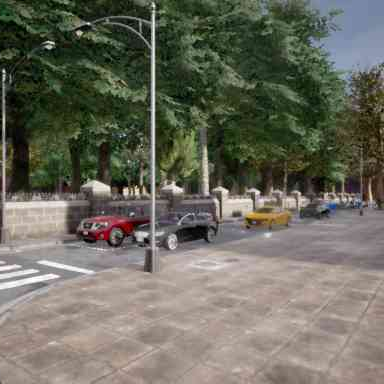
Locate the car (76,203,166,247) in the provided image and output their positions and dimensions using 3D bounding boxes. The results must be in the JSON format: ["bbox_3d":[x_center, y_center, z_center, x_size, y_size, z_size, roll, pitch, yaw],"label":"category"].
[{"bbox_3d":[-3.054,1.457,16.166,2.192,1.841,5.009,-1,-1,36],"label":"car"}]

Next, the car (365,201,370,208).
[{"bbox_3d":[35.081,2.522,69.069,1.752,1.417,4.829,-1,-1,36],"label":"car"}]

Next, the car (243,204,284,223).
[{"bbox_3d":[6.405,1.860,29.286,1.752,1.417,4.829,-1,-1,36],"label":"car"}]

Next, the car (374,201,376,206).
[{"bbox_3d":[41.276,2.704,77.678,2.008,1.369,4.403,-1,-1,36],"label":"car"}]

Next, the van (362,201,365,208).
[{"bbox_3d":[31.994,2.261,64.790,1.690,1.788,3.998,-1,-1,36],"label":"van"}]

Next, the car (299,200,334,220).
[{"bbox_3d":[12.192,1.896,32.929,1.882,1.535,5.008,0,-1,36],"label":"car"}]

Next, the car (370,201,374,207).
[{"bbox_3d":[38.367,2.645,73.626,1.947,1.339,4.313,-1,-1,36],"label":"car"}]

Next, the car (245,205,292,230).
[{"bbox_3d":[5.494,1.754,23.663,1.882,1.535,5.008,0,-1,36],"label":"car"}]

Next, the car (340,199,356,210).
[{"bbox_3d":[25.622,2.317,55.946,2.008,1.369,4.403,-1,-1,36],"label":"car"}]

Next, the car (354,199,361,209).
[{"bbox_3d":[28.808,2.408,60.365,1.947,1.339,4.313,-1,-1,36],"label":"car"}]

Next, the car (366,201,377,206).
[{"bbox_3d":[44.349,2.814,81.975,1.802,1.307,4.206,-1,-1,36],"label":"car"}]

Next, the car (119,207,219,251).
[{"bbox_3d":[-0.630,1.644,15.170,2.128,1.511,4.902,0,-1,36],"label":"car"}]

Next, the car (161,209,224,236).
[{"bbox_3d":[0.133,1.787,20.582,1.802,1.307,4.206,-1,-1,36],"label":"car"}]

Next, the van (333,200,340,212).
[{"bbox_3d":[19.249,1.959,47.109,1.690,1.788,3.998,-1,-1,36],"label":"van"}]
